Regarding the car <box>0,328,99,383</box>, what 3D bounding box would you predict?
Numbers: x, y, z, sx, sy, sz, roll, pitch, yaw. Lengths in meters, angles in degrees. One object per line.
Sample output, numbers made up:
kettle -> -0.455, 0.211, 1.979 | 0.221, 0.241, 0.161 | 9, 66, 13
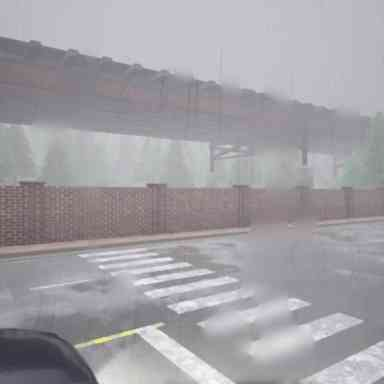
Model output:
car -> -2.599, 1.564, 1.893 | 4.181, 1.385, 1.994 | 0, 0, -35
